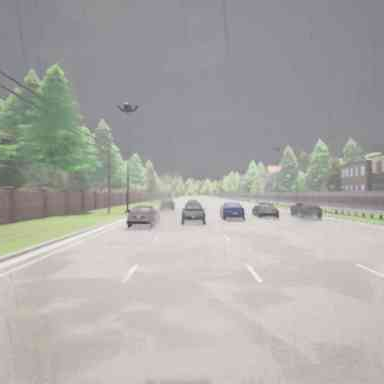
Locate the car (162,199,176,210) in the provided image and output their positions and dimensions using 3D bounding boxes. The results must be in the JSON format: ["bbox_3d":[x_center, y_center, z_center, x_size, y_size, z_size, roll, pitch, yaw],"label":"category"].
[{"bbox_3d":[-3.397,1.771,46.971,1.837,1.490,4.892,0,0,0],"label":"car"}]

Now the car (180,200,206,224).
[{"bbox_3d":[0.105,1.640,26.398,2.128,1.511,4.902,0,0,0],"label":"car"}]

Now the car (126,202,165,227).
[{"bbox_3d":[-3.398,1.681,23.734,2.033,1.411,5.357,0,0,0],"label":"car"}]

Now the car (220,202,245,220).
[{"bbox_3d":[3.603,1.648,30.219,1.882,1.535,5.008,0,0,0],"label":"car"}]

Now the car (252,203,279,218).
[{"bbox_3d":[7.103,1.748,32.499,1.994,1.385,4.181,0,0,0],"label":"car"}]

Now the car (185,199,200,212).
[{"bbox_3d":[0.100,1.751,43.507,1.837,1.490,4.892,0,0,0],"label":"car"}]

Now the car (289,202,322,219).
[{"bbox_3d":[10.604,1.683,31.217,1.837,1.490,4.892,0,0,0],"label":"car"}]
